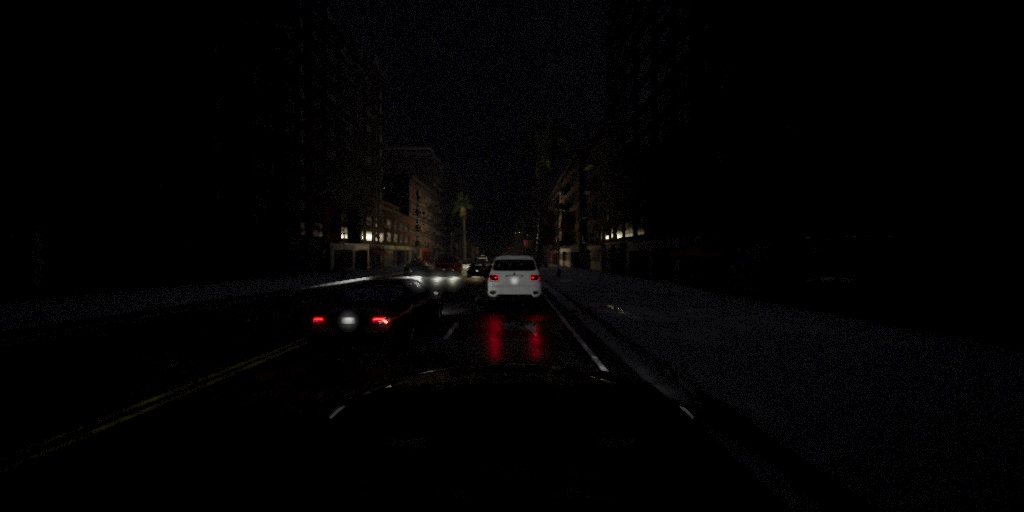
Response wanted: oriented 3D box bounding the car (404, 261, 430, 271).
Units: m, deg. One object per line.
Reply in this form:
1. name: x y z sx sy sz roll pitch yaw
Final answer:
1. car: -9.856 1.237 37.483 2.128 1.511 4.902 0 0 0

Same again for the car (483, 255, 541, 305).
1. car: 0.094 0.978 16.180 2.150 2.045 5.566 0 0 0

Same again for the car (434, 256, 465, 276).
1. car: -6.608 0.967 37.530 2.150 2.045 5.566 0 0 0

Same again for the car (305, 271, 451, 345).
1. car: -3.167 1.302 9.456 2.033 1.411 5.357 0 0 0

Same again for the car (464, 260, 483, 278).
1. car: -3.164 1.311 34.533 1.994 1.385 4.181 0 0 0
